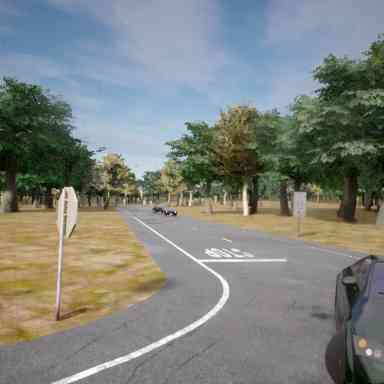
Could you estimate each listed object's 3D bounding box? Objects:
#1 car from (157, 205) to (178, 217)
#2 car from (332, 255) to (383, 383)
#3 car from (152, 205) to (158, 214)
[{"bbox_3d":[-3.410,2.846,48.022,1.895,1.301,4.718,3,-2,-13],"label":"car"},{"bbox_3d":[3.094,1.642,4.606,1.994,1.385,4.181,1,-1,22],"label":"car"},{"bbox_3d":[-5.649,2.957,56.873,1.882,1.535,5.008,3,-2,-14],"label":"car"}]
